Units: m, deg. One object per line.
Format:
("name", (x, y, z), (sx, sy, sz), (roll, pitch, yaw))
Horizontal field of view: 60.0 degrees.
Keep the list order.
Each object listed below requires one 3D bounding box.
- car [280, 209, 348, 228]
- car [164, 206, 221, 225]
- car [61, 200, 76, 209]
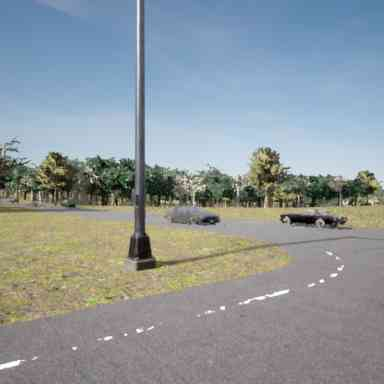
("car", (8.920, 1.957, 24.900), (1.895, 1.301, 4.718), (3, -3, -36))
("car", (-0.121, 1.748, 25.514), (2.033, 1.411, 5.357), (3, -3, -35))
("car", (-28.654, 2.797, 77.088), (2.150, 2.045, 5.566), (3, -3, -36))
